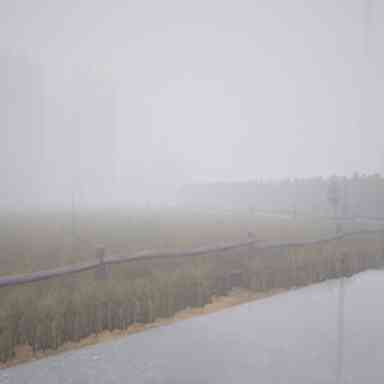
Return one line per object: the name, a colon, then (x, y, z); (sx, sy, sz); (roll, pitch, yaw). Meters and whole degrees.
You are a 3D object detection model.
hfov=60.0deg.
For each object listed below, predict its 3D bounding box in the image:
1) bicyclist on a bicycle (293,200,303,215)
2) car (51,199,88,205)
bicyclist on a bicycle: (10.723, 1.594, 33.614); (1.656, 1.620, 0.582); (0, 0, -36)
car: (-18.576, 1.752, 50.669); (5.357, 1.411, 2.033); (1, 0, -33)
